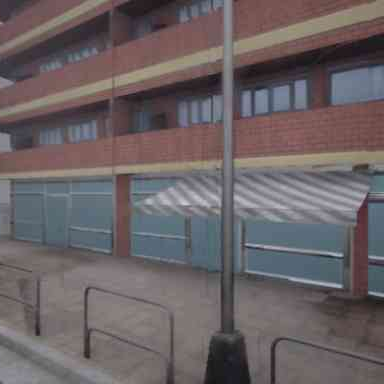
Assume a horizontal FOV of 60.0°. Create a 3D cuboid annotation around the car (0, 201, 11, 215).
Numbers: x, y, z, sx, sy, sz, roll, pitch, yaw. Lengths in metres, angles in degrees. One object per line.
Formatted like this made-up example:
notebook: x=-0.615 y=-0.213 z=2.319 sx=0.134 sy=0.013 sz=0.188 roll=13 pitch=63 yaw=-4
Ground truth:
car: x=-17.683 y=1.514 z=33.495 sx=1.994 sy=1.385 sz=4.181 roll=0 pitch=0 yaw=36
